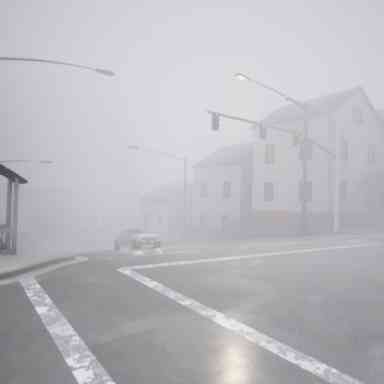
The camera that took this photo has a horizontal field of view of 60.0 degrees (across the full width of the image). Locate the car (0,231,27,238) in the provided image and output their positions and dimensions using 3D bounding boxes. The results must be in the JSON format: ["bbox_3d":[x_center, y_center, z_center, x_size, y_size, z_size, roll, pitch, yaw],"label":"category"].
[{"bbox_3d":[-42.327,9.930,78.403,2.038,1.542,4.974,1,-1,19],"label":"car"}]

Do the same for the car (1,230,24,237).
[{"bbox_3d":[-42.307,9.774,78.455,1.853,1.218,4.536,1,-1,19],"label":"car"}]

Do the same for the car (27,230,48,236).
[{"bbox_3d":[-38.378,10.111,82.117,4.974,1.542,2.038,2,-1,-6],"label":"car"}]

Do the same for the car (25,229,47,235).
[{"bbox_3d":[-38.425,9.952,82.114,4.536,1.218,1.853,2,-1,-6],"label":"car"}]

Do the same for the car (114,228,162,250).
[{"bbox_3d":[-3.829,3.185,22.675,1.812,1.442,4.674,2,-10,-35],"label":"car"}]
